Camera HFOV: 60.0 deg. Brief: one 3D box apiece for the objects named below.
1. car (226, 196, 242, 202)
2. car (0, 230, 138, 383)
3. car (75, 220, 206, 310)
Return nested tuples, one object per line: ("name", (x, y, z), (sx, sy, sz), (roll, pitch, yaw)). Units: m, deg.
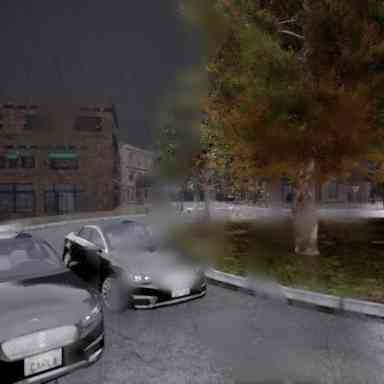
("car", (9.856, 1.652, 77.964), (1.882, 1.535, 5.008), (0, -1, 37))
("car", (-3.065, 1.477, 5.327), (2.128, 1.511, 4.902), (0, 0, -39))
("car", (-1.615, 1.460, 7.824), (2.128, 1.511, 4.902), (0, 0, -35))
